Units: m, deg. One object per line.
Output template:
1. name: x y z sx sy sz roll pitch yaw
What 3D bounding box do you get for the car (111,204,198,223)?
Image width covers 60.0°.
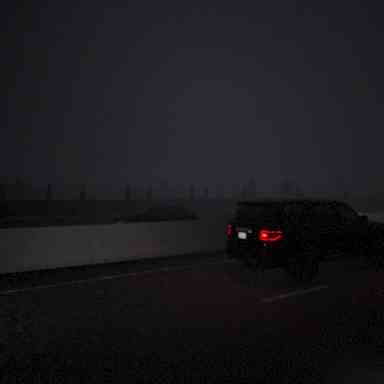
1. car: -2.086 1.454 18.904 5.008 1.535 1.882 0 0 -29

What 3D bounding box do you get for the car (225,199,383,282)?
1. car: 3.612 1.220 9.922 5.566 2.045 2.150 0 0 -30
